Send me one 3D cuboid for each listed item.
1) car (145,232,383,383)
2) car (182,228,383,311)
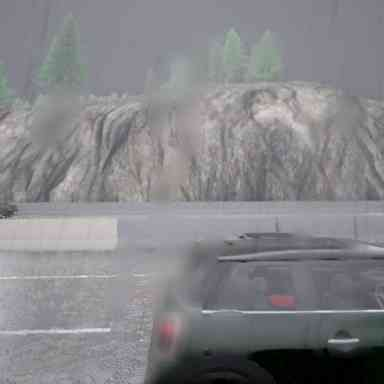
[{"bbox_3d":[1.777,1.343,3.890,4.553,1.767,2.097,0,0,-4],"label":"car"},{"bbox_3d":[2.192,1.584,7.405,4.718,1.301,1.895,0,0,-5],"label":"car"}]
